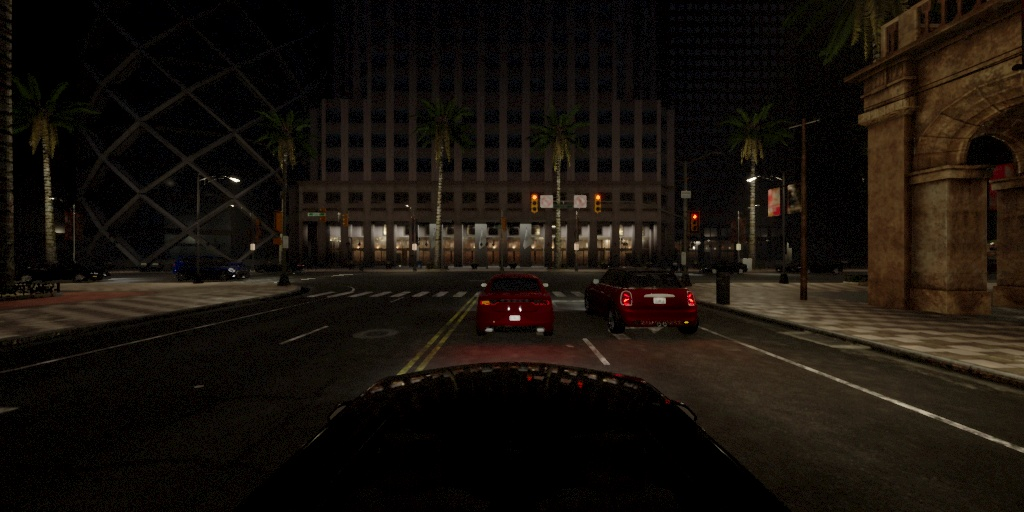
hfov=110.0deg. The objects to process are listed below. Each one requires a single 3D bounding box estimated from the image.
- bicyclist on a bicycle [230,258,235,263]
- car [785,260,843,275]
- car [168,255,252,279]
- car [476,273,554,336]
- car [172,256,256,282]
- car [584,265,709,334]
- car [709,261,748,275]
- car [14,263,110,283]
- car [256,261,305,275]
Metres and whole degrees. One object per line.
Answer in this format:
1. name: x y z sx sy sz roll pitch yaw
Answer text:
1. bicyclist on a bicycle: -35.748 1.050 45.712 0.582 1.620 1.656 0 0 -12
2. car: 33.286 1.227 39.347 5.008 1.535 1.882 0 0 0
3. car: -26.877 0.973 32.044 5.566 2.045 2.150 0 0 -3
4. car: 0.080 1.228 10.455 1.882 1.535 5.008 0 0 0
5. car: -23.683 1.101 28.568 4.553 1.767 2.097 0 0 -2
6. car: 3.582 1.102 10.796 2.097 1.767 4.553 0 0 0
7. car: 23.171 1.255 39.380 4.892 1.490 1.837 0 0 0
8. car: -34.144 1.256 27.268 4.892 1.490 1.837 0 0 -19
9. car: -25.410 1.241 39.363 4.902 1.511 2.128 0 0 -3
